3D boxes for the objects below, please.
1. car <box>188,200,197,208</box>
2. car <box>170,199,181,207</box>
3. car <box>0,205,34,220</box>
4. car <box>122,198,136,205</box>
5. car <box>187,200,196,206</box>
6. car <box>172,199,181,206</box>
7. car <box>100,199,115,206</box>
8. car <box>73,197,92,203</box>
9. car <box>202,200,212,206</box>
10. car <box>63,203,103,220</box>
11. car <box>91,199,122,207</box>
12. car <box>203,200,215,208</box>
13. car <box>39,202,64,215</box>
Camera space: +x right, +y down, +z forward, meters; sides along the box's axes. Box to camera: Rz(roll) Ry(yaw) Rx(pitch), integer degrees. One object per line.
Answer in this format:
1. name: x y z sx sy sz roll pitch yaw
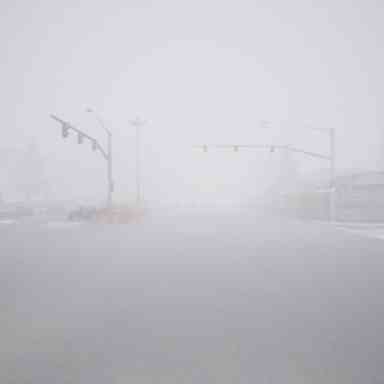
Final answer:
1. car: 0.049 2.358 65.192 2.033 1.411 5.357 0 -1 0
2. car: -3.461 2.448 67.791 1.895 1.301 4.718 0 -1 0
3. car: -17.624 2.004 33.442 1.994 1.385 4.181 0 -1 0
4. car: -10.628 2.154 53.257 1.882 1.535 5.008 0 -1 0
5. car: -0.058 2.536 75.661 1.895 1.301 4.718 0 -1 0
6. car: -3.558 2.453 78.060 1.882 1.535 5.008 0 -1 1
7. car: -17.554 2.145 69.371 1.837 1.490 4.892 0 -1 0
8. car: -17.621 1.909 53.898 2.150 2.045 5.566 0 0 0
9. car: 3.442 2.486 75.508 1.994 1.385 4.181 0 -1 0
10. car: -10.626 2.025 32.861 1.895 1.301 4.718 0 -1 0
11. car: -10.631 1.886 41.733 2.097 1.767 4.553 0 -1 0
12. car: 3.551 2.353 65.175 2.033 1.411 5.357 0 -1 0
13. car: -17.630 2.040 42.155 2.128 1.511 4.902 0 -1 0
